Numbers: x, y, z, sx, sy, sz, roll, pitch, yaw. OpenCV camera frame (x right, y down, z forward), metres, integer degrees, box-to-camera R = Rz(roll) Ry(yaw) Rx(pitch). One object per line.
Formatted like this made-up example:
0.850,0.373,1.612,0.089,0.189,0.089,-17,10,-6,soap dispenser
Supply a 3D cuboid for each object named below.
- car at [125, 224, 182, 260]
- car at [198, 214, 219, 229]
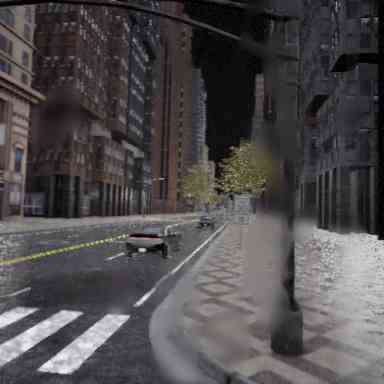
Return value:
-1.701,2.299,16.122,2.128,1.511,4.902,1,-3,8,car
1.891,3.686,40.875,1.837,1.490,4.892,1,-3,8,car
